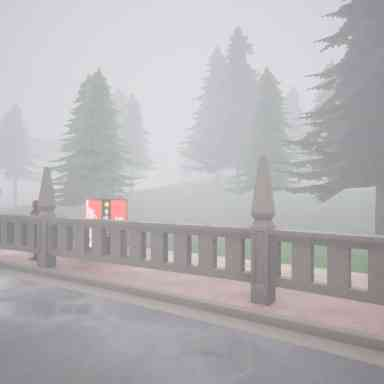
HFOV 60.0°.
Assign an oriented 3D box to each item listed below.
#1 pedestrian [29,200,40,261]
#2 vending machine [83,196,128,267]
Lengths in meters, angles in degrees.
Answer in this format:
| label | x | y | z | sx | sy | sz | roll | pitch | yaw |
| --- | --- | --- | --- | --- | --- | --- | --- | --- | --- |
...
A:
| label | x | y | z | sx | sy | sz | roll | pitch | yaw |
| --- | --- | --- | --- | --- | --- | --- | --- | --- | --- |
| pedestrian | -4.744 | 1.142 | 10.131 | 0.375 | 1.860 | 0.375 | 0 | 0 | 30 |
| vending machine | -2.763 | 1.195 | 10.700 | 0.880 | 2.100 | 1.100 | 0 | 0 | 30 |
